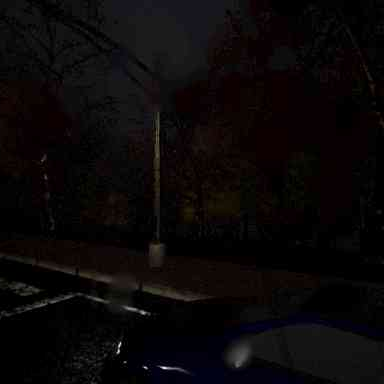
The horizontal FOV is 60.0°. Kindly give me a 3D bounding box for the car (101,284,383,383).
[{"bbox_3d":[1.146,1.564,2.865,4.181,1.385,1.994,0,0,35],"label":"car"}]
